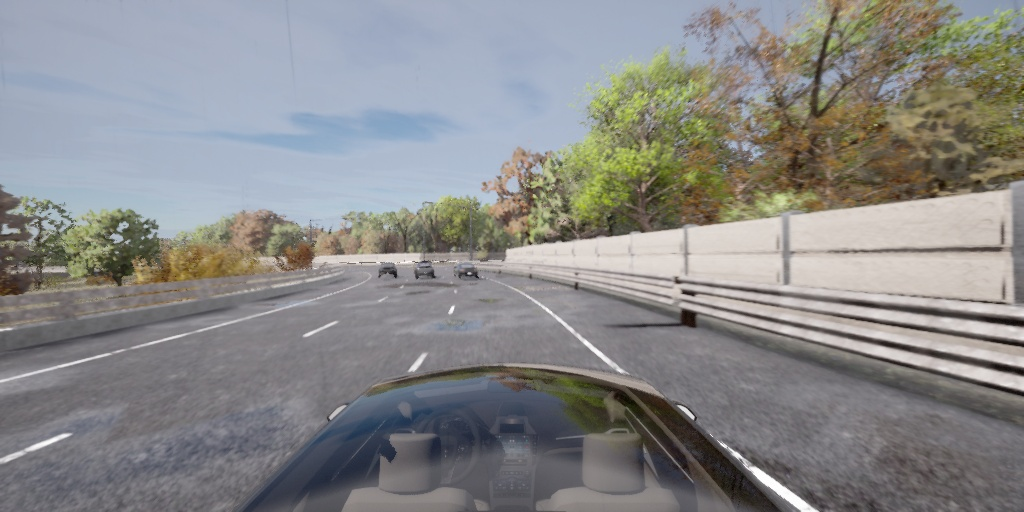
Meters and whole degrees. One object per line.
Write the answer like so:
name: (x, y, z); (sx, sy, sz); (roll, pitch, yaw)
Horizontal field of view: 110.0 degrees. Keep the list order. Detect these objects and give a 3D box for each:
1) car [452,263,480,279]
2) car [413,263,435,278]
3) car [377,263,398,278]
car: (-4.339, 1.355, 33.283); (1.812, 1.442, 4.674); (-1, 0, -17)
car: (-8.849, 1.399, 36.085); (2.128, 1.511, 4.902); (-1, 0, -17)
car: (-13.351, 1.491, 38.565); (1.837, 1.490, 4.892); (0, 0, -19)
